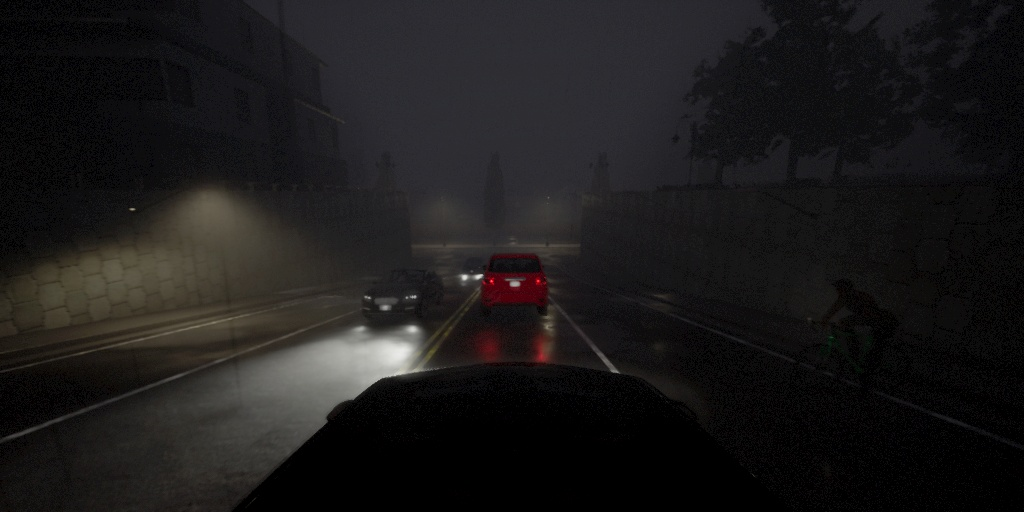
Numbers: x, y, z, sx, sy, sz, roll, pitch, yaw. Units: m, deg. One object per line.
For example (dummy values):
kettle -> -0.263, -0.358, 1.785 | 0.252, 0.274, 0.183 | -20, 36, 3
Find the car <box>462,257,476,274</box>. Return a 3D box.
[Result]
car -> -3.614, 0.810, 34.778 | 2.033, 1.411, 5.357 | -1, 4, 0

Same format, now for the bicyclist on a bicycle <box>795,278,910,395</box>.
bicyclist on a bicycle -> 4.929, 1.145, 5.180 | 1.656, 1.620, 0.582 | 0, 1, 1

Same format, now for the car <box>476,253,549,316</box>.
car -> 0.077, 0.914, 13.292 | 2.150, 2.045, 5.566 | 0, 0, 0

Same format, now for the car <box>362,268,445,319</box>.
car -> -3.628, 1.194, 12.708 | 2.128, 1.511, 4.902 | 0, 1, 0
